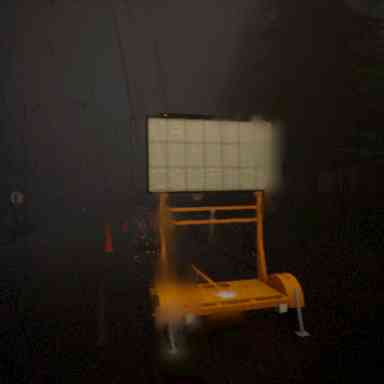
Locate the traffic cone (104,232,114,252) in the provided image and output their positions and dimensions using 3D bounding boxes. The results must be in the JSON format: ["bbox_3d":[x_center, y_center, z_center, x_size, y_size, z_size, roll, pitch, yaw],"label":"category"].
[{"bbox_3d":[-3.110,1.914,12.444,0.340,0.580,0.340,-1,0,-15],"label":"traffic cone"}]

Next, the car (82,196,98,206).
[{"bbox_3d":[-16.093,1.388,52.466,2.128,1.511,4.902,-1,0,-7],"label":"car"}]

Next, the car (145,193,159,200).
[{"bbox_3d":[-10.728,1.211,89.935,2.038,1.542,4.974,-1,0,15],"label":"car"}]

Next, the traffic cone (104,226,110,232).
[{"bbox_3d":[-3.633,1.909,14.375,0.340,0.580,0.340,-1,0,-15],"label":"traffic cone"}]

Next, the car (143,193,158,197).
[{"bbox_3d":[-10.744,1.054,89.884,1.853,1.218,4.536,-1,0,15],"label":"car"}]

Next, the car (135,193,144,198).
[{"bbox_3d":[-13.522,1.018,89.538,3.633,1.501,1.845,-1,0,-4],"label":"car"}]

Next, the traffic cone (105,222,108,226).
[{"bbox_3d":[-4.155,1.904,16.305,0.340,0.580,0.340,-1,0,-15],"label":"traffic cone"}]

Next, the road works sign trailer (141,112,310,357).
[{"bbox_3d":[0.333,0.409,6.120,2.380,3.560,2.880,-1,0,-15],"label":"road works sign trailer"}]
